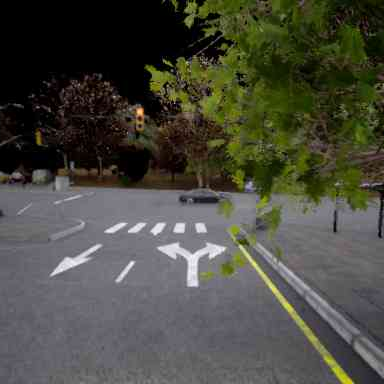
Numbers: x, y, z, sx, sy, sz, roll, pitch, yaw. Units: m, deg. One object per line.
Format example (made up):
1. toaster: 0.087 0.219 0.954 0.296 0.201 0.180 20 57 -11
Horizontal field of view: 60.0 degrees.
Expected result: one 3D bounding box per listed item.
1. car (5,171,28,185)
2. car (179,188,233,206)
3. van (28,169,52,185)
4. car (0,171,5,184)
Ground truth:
1. car: -23.185 -2.028 45.224 2.185 1.767 4.553 0 6 -13
2. car: 1.254 0.428 29.672 4.892 1.490 1.837 1 5 4
3. van: -20.216 -1.996 44.822 1.878 1.987 4.442 1 6 -14
4. car: -26.177 -2.056 45.779 1.946 1.575 5.366 0 6 -13
